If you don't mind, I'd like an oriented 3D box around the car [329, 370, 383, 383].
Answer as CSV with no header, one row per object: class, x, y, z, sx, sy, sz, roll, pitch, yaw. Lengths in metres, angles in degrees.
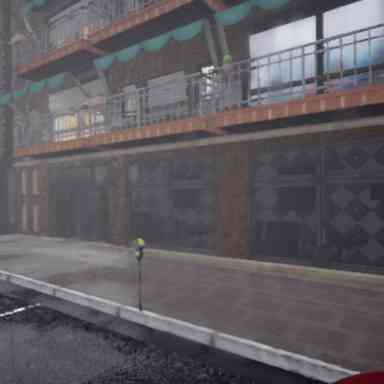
car,2.596,1.546,1.036,4.507,1.381,1.887,0,-1,36
